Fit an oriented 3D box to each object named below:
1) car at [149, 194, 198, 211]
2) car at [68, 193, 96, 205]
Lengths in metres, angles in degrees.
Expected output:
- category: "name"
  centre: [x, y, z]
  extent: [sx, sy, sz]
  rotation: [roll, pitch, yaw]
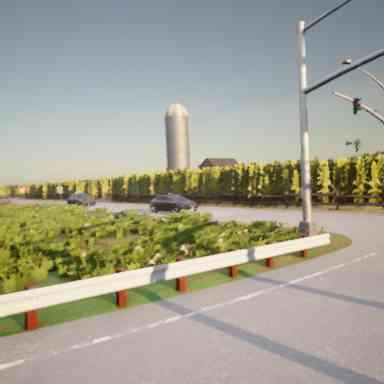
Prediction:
- category: "car"
  centre: [-1.519, 0.945, 26.524]
  extent: [1.837, 1.490, 4.892]
  rotation: [-4, 3, -41]
- category: "car"
  centre: [-13.533, 0.932, 40.565]
  extent: [2.097, 1.767, 4.553]
  rotation: [-4, 3, -41]
